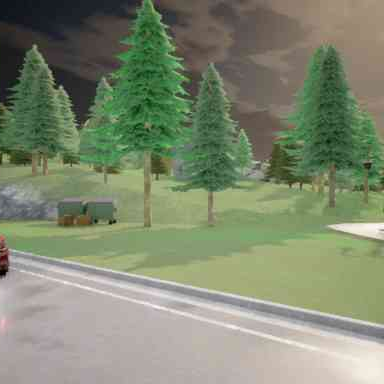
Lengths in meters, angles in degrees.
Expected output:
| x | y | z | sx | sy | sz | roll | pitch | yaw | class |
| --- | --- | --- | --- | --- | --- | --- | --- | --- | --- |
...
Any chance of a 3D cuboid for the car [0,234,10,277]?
| x | y | z | sx | sy | sz | roll | pitch | yaw | class |
| --- | --- | --- | --- | --- | --- | --- | --- | --- | --- |
| -6.901 | 1.351 | 8.919 | 4.553 | 1.767 | 2.097 | 0 | 0 | 36 | car |
